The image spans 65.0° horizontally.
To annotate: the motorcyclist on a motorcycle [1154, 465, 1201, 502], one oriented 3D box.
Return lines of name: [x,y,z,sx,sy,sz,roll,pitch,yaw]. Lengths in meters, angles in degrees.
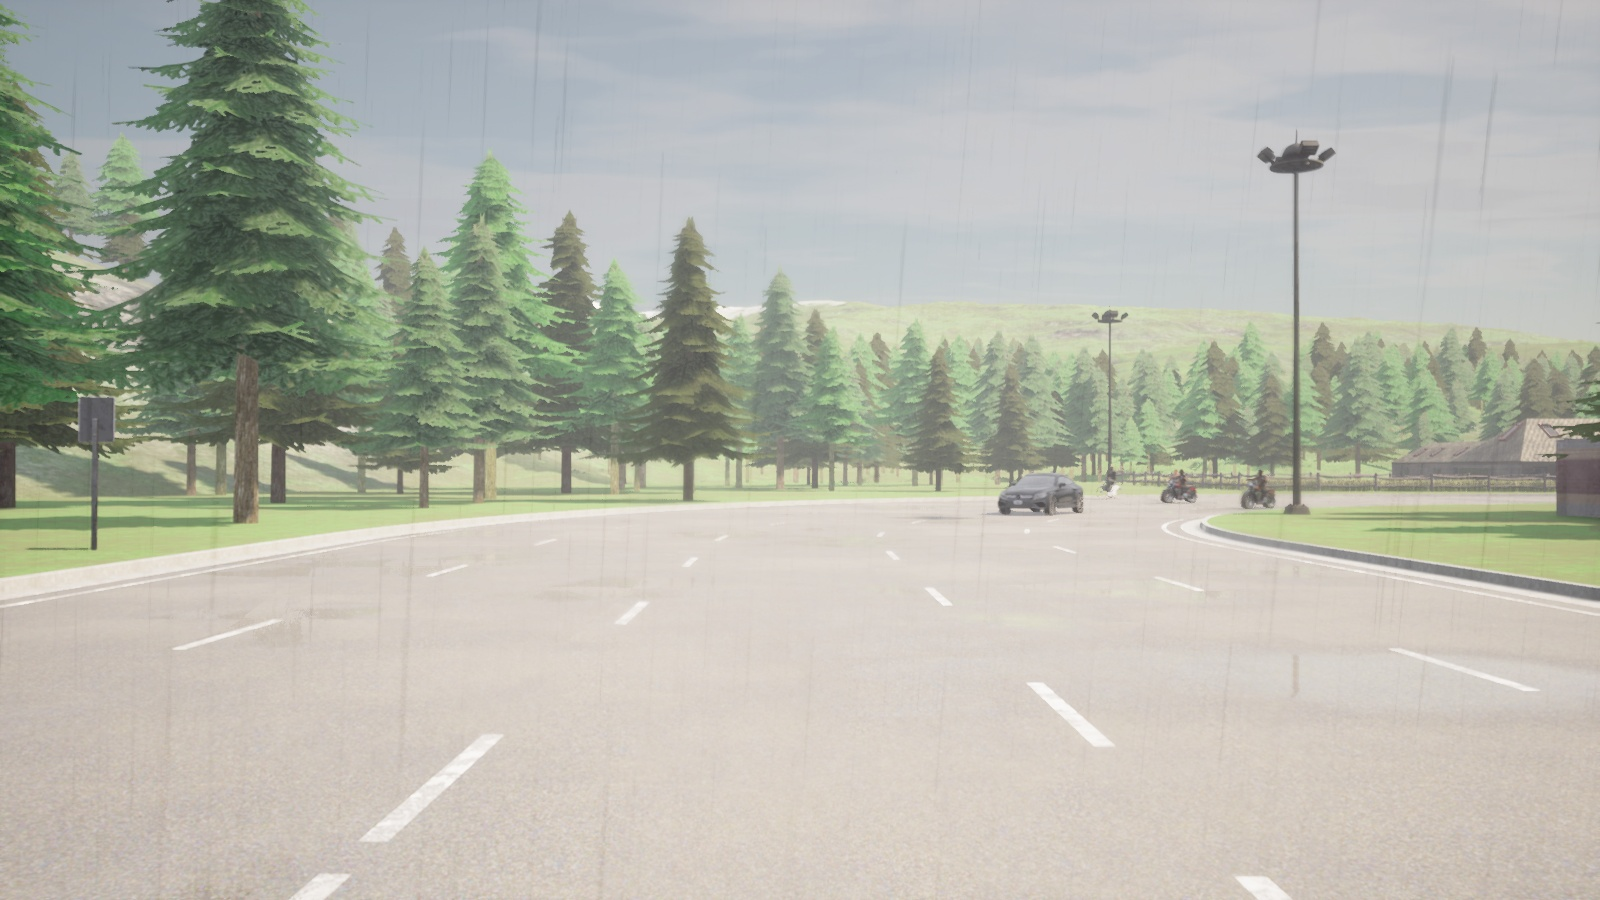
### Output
motorcyclist on a motorcycle: [17.633,1.554,58.705,2.350,1.649,0.766,0,0,-33]

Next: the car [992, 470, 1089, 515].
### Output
car: [8.479,1.449,43.942,1.812,1.442,4.674,-1,-1,31]

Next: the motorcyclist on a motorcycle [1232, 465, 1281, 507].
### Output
motorcyclist on a motorcycle: [18.331,1.430,50.428,2.350,1.649,0.766,0,0,-40]
